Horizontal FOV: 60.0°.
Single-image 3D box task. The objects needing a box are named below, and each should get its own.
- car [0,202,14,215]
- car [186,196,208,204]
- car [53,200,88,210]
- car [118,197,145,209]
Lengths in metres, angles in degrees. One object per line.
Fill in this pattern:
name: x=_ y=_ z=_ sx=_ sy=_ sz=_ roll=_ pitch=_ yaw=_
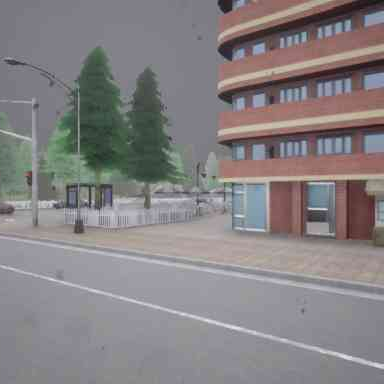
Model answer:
car: x=-18.679 y=1.508 z=30.535 sx=1.994 sy=1.385 sz=4.181 roll=0 pitch=0 yaw=35
car: x=0.860 y=1.470 z=59.330 sx=4.674 sy=1.442 sz=1.812 roll=0 pitch=0 yaw=-35
car: x=-15.137 y=1.508 z=41.539 sx=1.994 sy=1.385 sz=4.181 roll=0 pitch=0 yaw=36
car: x=-7.944 y=1.470 z=45.484 sx=1.812 sy=1.442 sz=4.674 roll=0 pitch=0 yaw=37
